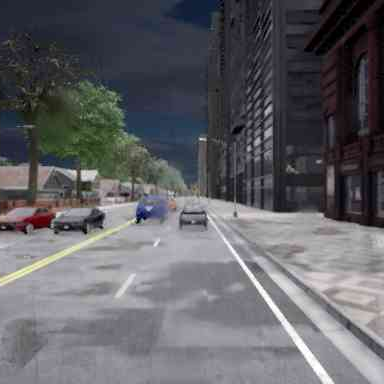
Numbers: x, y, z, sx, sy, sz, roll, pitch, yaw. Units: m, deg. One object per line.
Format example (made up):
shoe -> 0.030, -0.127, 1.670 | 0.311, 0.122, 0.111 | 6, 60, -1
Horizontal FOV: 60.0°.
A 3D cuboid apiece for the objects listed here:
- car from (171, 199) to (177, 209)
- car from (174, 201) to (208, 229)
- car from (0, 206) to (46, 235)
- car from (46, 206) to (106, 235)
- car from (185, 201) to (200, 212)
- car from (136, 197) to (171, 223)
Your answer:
car -> -3.161, 1.658, 45.353 | 2.097, 1.767, 4.553 | 0, 0, 0
car -> 0.092, 1.641, 22.731 | 2.128, 1.511, 4.902 | 0, 0, 0
car -> -9.812, 1.609, 19.897 | 1.882, 1.535, 5.008 | 0, -1, 0
car -> -6.563, 1.608, 19.908 | 1.882, 1.535, 5.008 | 0, -1, 1
car -> 0.091, 1.901, 44.487 | 1.895, 1.301, 4.718 | 0, 0, 0
car -> -3.156, 1.400, 27.075 | 2.150, 2.045, 5.566 | 0, 0, 0
